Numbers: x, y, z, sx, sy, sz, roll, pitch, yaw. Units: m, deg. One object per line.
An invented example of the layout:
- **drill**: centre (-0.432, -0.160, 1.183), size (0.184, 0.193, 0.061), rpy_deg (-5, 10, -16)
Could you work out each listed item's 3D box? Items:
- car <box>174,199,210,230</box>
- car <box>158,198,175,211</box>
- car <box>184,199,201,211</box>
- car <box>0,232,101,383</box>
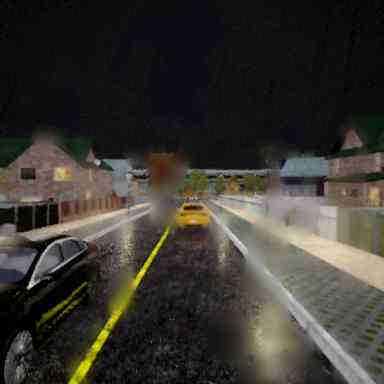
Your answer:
- **car**: centre (0.077, 1.435, 20.742), size (1.882, 1.535, 5.008), rpy_deg (0, 0, 0)
- **car**: centre (-2.847, 1.463, 39.170), size (1.812, 1.442, 4.674), rpy_deg (0, 0, 0)
- **car**: centre (0.086, 1.537, 39.879), size (1.895, 1.301, 4.718), rpy_deg (0, 0, 0)
- **car**: centre (-2.844, 1.478, 5.251), size (2.128, 1.511, 4.902), rpy_deg (0, 0, 0)
